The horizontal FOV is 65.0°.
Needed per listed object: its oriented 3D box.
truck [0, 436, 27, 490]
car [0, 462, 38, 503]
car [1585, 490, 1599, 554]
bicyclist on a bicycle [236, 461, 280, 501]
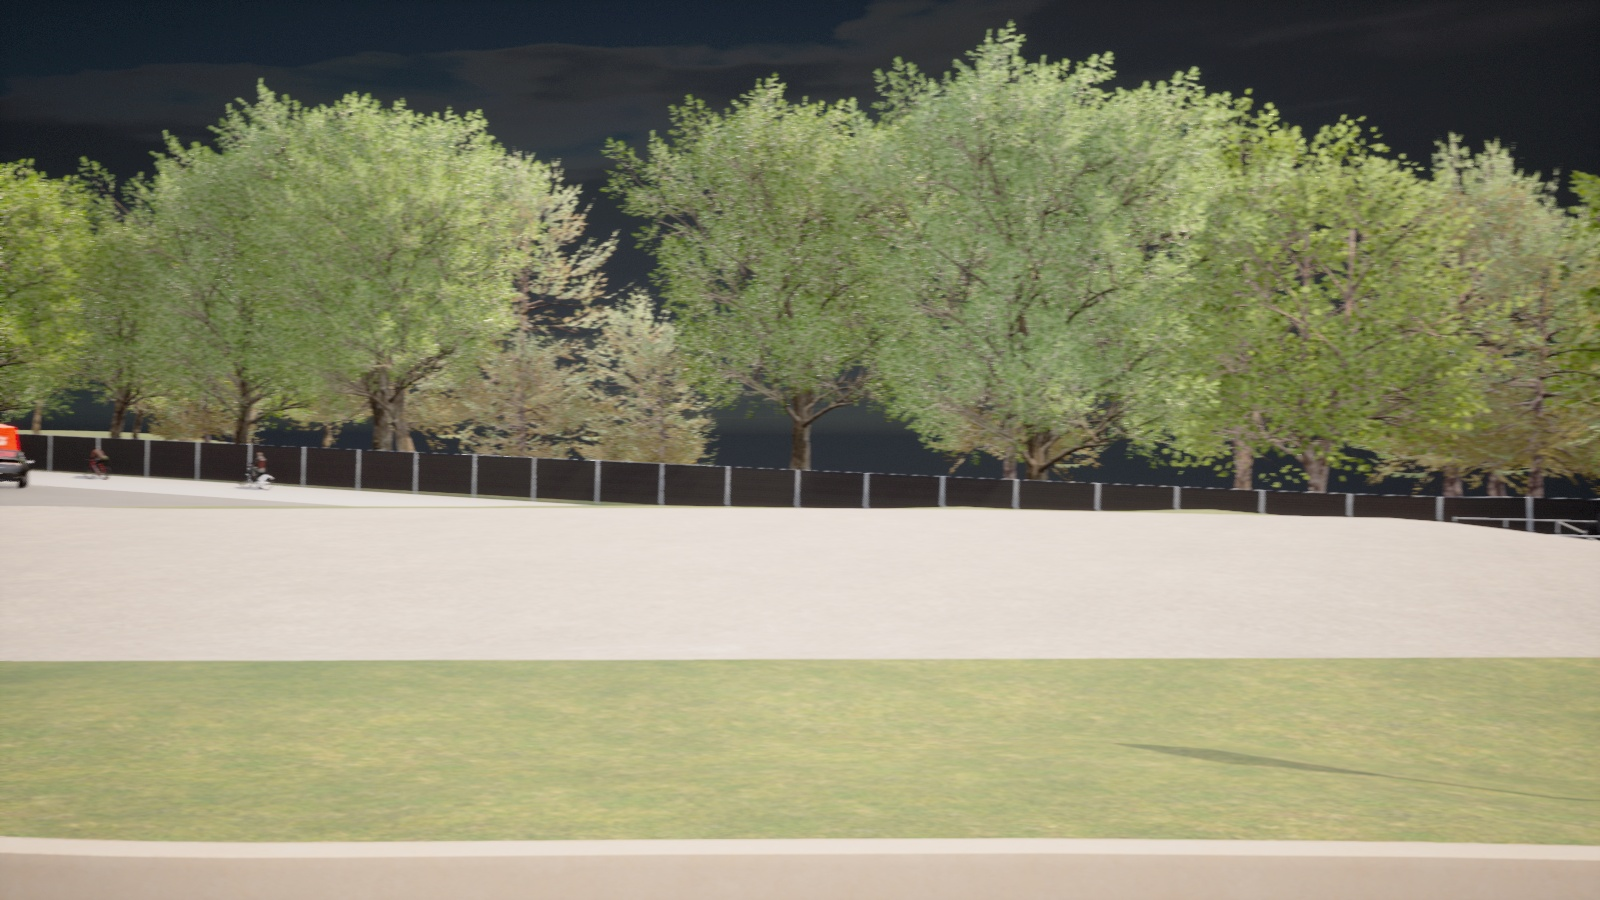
[{"bbox_3d":[-42.103,0.598,64.472,5.204,2.467,2.627,5,5,40],"label":"truck"},{"bbox_3d":[-31.673,1.265,49.964,2.128,1.511,4.902,3,-3,-30],"label":"car"},{"bbox_3d":[26.692,2.269,38.843,3.866,1.878,1.905,0,1,26],"label":"car"},{"bbox_3d":[-25.045,1.429,58.007,1.843,1.776,0.659,2,1,18],"label":"bicyclist on a bicycle"}]
